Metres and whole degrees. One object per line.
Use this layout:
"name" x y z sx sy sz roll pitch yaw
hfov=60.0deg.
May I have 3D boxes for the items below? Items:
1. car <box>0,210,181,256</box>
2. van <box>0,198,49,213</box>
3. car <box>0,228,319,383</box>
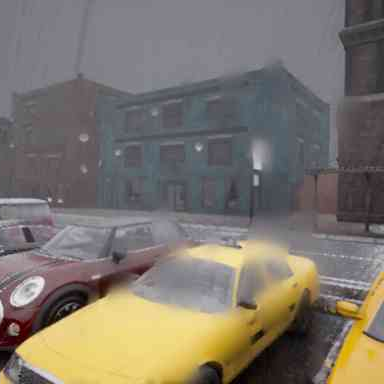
"car" -1.745 1.319 6.429 2.185 1.767 4.553 0 0 35
"van" -6.464 1.179 9.614 1.878 1.987 4.442 1 0 36
"car" 0.292 1.460 4.710 1.946 1.575 5.366 0 0 36
